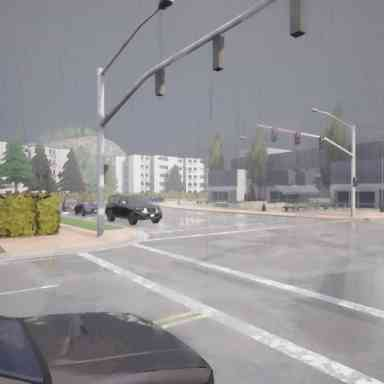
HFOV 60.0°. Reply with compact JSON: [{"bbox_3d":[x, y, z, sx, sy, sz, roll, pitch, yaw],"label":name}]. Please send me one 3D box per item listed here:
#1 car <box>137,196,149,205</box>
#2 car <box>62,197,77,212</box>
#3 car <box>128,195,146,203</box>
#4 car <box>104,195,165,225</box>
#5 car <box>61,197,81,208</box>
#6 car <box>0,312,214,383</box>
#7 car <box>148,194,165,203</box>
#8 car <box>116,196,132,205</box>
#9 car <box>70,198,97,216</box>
[{"bbox_3d":[-8.571,1.505,58.707,1.837,1.490,4.892,0,0,-4],"label":"car"},{"bbox_3d":[-14.441,1.526,39.688,1.812,1.442,4.674,0,0,-24],"label":"car"},{"bbox_3d":[-11.341,1.477,68.902,1.882,1.535,5.008,0,0,14],"label":"car"},{"bbox_3d":[-4.427,1.221,24.513,2.150,2.045,5.566,0,0,-40],"label":"car"},{"bbox_3d":[-17.858,1.492,49.302,2.128,1.511,4.902,0,0,-13],"label":"car"},{"bbox_3d":[-2.343,1.547,2.094,5.357,1.411,2.033,0,0,-35],"label":"car"},{"bbox_3d":[-7.498,1.354,70.950,2.097,1.767,4.553,0,0,17],"label":"car"},{"bbox_3d":[-12.025,1.491,58.870,2.128,1.511,4.902,0,0,-4],"label":"car"},{"bbox_3d":[-9.967,1.564,32.116,1.994,1.385,4.181,0,0,-34],"label":"car"}]
